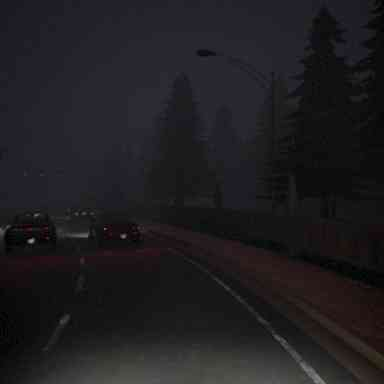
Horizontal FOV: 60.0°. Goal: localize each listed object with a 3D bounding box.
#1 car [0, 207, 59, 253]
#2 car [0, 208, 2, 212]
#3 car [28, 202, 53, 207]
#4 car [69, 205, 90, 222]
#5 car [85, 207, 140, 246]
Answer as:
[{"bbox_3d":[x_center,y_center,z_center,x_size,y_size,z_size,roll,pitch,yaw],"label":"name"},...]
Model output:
[{"bbox_3d":[-6.975,1.639,14.603,2.128,1.511,4.902,0,0,-24],"label":"car"},{"bbox_3d":[-16.060,1.869,26.304,1.895,1.301,4.718,0,-1,-24],"label":"car"},{"bbox_3d":[-12.990,1.828,28.018,2.033,1.411,5.357,0,-1,-24],"label":"car"},{"bbox_3d":[-9.796,1.837,29.450,2.033,1.411,5.357,0,-1,-24],"label":"car"},{"bbox_3d":[-3.815,1.683,16.112,1.812,1.442,4.674,0,0,-24],"label":"car"}]
